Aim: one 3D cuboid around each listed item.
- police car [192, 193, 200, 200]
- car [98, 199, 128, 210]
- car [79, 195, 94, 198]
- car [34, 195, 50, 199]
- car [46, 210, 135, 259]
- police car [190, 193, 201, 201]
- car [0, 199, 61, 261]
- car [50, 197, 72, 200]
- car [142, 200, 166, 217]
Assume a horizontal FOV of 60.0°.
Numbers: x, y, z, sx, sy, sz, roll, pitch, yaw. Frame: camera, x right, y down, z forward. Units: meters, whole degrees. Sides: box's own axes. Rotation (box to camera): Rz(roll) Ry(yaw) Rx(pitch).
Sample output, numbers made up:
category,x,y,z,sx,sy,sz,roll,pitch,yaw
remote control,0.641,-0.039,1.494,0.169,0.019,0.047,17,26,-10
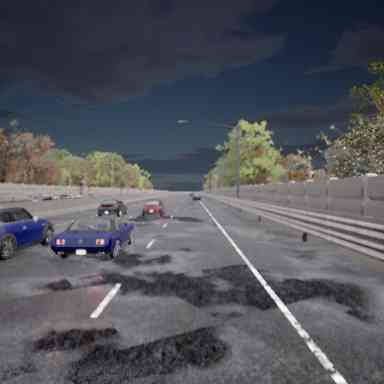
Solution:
category,x,y,z,sx,sy,sz,roll,pitch,yaw
police car,1.044,1.132,81.917,1.930,1.638,5.238,0,0,0
car,-6.902,1.396,29.303,1.837,1.490,4.892,0,0,0
car,-17.549,1.275,55.350,1.882,1.535,5.008,0,0,1
car,-24.544,1.291,54.646,2.128,1.511,4.902,0,0,1
car,-3.401,1.555,12.427,1.895,1.301,4.718,0,0,0
police car,1.045,1.166,71.916,1.930,1.638,5.238,0,0,0
car,-6.903,1.306,12.254,2.097,1.767,4.553,0,0,0
car,-21.045,1.400,54.700,1.895,1.301,4.718,0,0,1
car,-3.416,1.414,30.224,1.812,1.442,4.674,0,0,0
